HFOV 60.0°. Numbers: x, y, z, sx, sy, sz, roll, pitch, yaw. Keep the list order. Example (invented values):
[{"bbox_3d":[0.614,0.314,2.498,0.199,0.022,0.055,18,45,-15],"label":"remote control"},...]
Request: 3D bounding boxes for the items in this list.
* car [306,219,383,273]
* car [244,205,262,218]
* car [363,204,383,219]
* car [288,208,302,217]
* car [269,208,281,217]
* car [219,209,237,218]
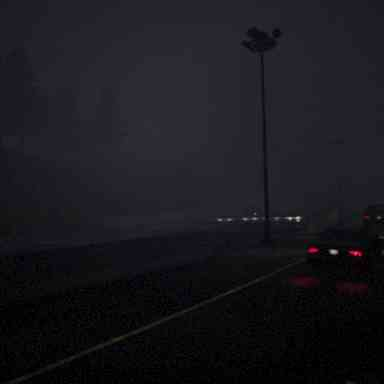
[{"bbox_3d":[5.754,1.926,12.173,2.033,1.411,5.357,-3,-3,35],"label":"car"},{"bbox_3d":[10.572,3.311,57.537,2.150,2.045,5.566,-2,-3,22],"label":"car"},{"bbox_3d":[14.669,1.963,25.973,2.150,2.045,5.566,-3,-2,30],"label":"car"},{"bbox_3d":[16.995,3.406,54.798,1.994,1.385,4.181,-2,-3,22],"label":"car"},{"bbox_3d":[13.836,3.446,56.300,1.882,1.535,5.008,-2,-3,22],"label":"car"},{"bbox_3d":[6.097,3.595,55.913,1.882,1.535,5.008,-2,-2,23],"label":"car"}]
